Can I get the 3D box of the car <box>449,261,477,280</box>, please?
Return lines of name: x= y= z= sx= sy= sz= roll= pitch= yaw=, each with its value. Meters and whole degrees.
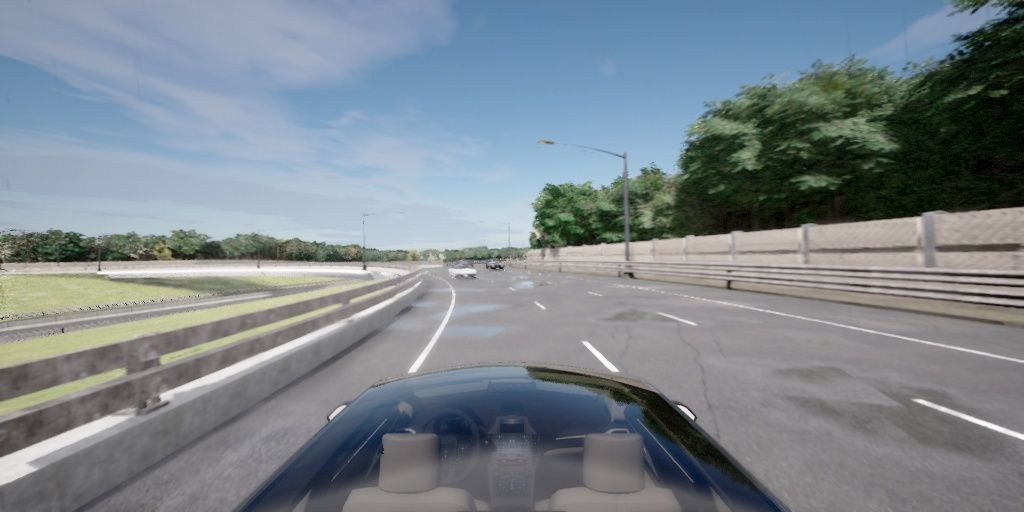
car: x=-4.695 y=1.448 z=33.377 sx=1.895 sy=1.301 sz=4.718 roll=-1 pitch=0 yaw=-18

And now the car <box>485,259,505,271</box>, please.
car: x=-2.453 y=1.401 z=49.652 sx=1.895 sy=1.301 sz=4.718 roll=-1 pitch=0 yaw=-15
